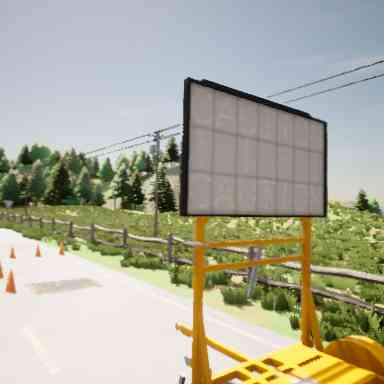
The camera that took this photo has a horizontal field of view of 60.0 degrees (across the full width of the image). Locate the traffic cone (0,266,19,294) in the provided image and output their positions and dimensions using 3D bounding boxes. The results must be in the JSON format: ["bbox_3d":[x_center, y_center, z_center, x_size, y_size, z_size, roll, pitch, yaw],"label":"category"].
[{"bbox_3d":[-4.687,2.284,8.613,0.340,0.580,0.340,4,-4,-37],"label":"traffic cone"}]

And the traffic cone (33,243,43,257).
[{"bbox_3d":[-6.756,2.528,14.584,0.340,0.580,0.340,4,-4,-37],"label":"traffic cone"}]

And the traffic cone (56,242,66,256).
[{"bbox_3d":[-5.963,2.578,15.192,0.340,0.580,0.340,4,-4,-37],"label":"traffic cone"}]

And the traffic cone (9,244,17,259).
[{"bbox_3d":[-7.549,2.478,13.977,0.340,0.580,0.340,4,-4,-37],"label":"traffic cone"}]

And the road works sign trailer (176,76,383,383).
[{"bbox_3d":[0.692,0.694,3.964,2.380,3.560,2.880,4,-4,-37],"label":"road works sign trailer"}]

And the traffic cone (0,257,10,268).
[{"bbox_3d":[-5.905,2.332,10.198,0.340,0.580,0.340,4,-4,-37],"label":"traffic cone"}]
